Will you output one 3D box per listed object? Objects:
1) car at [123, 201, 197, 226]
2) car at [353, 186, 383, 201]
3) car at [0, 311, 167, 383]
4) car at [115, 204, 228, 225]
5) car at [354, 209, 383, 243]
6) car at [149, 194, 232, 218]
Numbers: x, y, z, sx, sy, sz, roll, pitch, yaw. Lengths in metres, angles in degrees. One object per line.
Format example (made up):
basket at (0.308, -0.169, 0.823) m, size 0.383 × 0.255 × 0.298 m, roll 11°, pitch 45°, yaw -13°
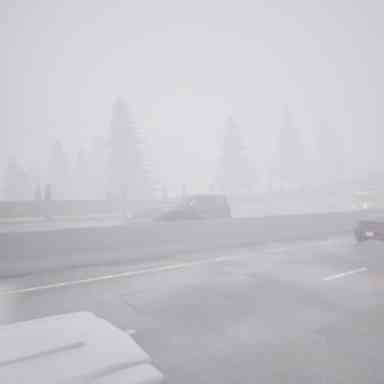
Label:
car at (-2.233, 1.439, 23.883) m, size 4.902 × 1.511 × 2.128 m, roll 0°, pitch 0°, yaw -35°
car at (21.816, 0.088, 40.994) m, size 5.008 × 1.535 × 1.882 m, roll -7°, pitch 4°, yaw -35°
car at (-2.446, 1.605, 2.002) m, size 4.718 × 1.301 × 1.895 m, roll 0°, pitch 0°, yaw -35°
car at (-1.076, 1.511, 16.115) m, size 5.357 × 1.411 × 2.033 m, roll 0°, pitch 0°, yaw -35°
car at (8.798, 1.456, 14.312) m, size 4.674 × 1.442 × 1.812 m, roll 0°, pitch 0°, yaw -35°
car at (0.017, 1.168, 21.191) m, size 5.566 × 2.045 × 2.150 m, roll 0°, pitch 0°, yaw -35°
